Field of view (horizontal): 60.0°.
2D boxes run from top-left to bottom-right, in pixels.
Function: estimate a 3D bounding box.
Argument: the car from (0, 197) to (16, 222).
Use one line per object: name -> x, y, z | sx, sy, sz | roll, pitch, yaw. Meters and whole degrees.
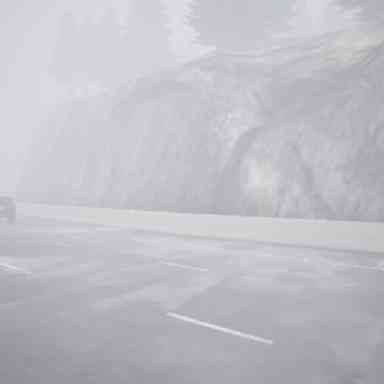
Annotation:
car -> -16.154, 1.384, 27.082 | 2.150, 2.045, 5.566 | 0, -1, -44
